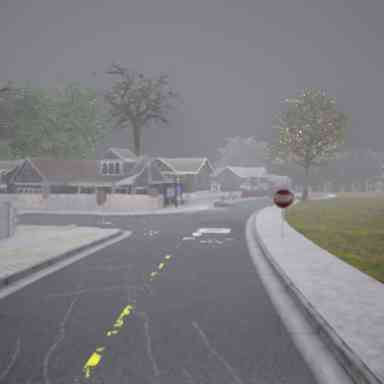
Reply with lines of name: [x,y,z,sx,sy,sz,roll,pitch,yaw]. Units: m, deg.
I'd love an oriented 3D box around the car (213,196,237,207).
car: [4.231,1.221,42.421,1.895,1.301,4.718,1,1,23]
